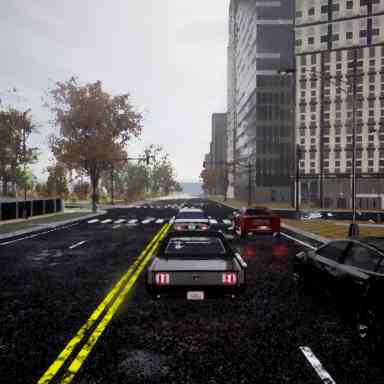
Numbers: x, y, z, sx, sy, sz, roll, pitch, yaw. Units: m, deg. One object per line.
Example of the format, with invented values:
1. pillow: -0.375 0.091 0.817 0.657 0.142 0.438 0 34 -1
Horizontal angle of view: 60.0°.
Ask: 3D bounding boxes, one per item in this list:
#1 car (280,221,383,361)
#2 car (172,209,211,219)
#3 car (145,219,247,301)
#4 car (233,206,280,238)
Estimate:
1. car: 3.342 1.501 5.928 2.163 1.488 4.792 0 0 0
2. car: -0.016 1.544 16.519 2.033 1.411 5.357 0 0 0
3. car: 0.071 1.598 8.279 1.895 1.301 4.718 0 0 0
4. car: 3.299 1.474 17.664 1.882 1.535 5.008 0 0 1
